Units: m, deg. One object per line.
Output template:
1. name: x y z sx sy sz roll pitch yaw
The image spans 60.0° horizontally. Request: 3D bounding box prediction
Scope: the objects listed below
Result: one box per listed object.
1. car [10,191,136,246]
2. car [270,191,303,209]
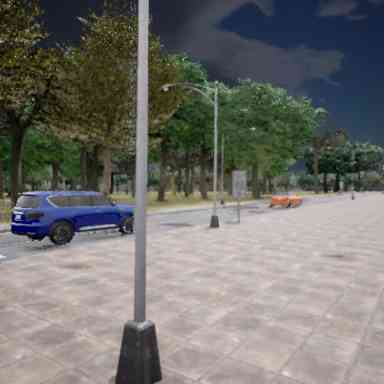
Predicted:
1. car: -4.773 0.972 14.439 2.150 2.045 5.566 1 2 38
2. car: 9.662 0.673 33.788 2.097 1.767 4.553 1 2 35
